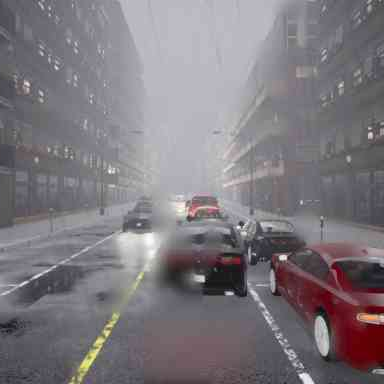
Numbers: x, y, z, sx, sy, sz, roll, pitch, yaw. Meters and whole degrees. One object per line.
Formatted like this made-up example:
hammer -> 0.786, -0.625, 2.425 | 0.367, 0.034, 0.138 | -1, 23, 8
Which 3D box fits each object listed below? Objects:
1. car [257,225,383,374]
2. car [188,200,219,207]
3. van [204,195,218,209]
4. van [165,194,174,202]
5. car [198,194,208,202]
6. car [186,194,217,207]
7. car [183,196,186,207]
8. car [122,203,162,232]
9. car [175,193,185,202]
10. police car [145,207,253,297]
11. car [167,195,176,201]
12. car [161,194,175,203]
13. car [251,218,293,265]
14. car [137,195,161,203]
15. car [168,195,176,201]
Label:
car -> 2.571, 1.546, 5.718 | 1.887, 1.381, 4.507 | 1, 0, 0
car -> 0.818, 1.459, 18.747 | 1.801, 1.575, 5.366 | 0, 0, 0
van -> 2.565, 1.351, 45.414 | 1.690, 1.788, 3.998 | 1, 0, 0
van -> -5.323, 1.359, 79.408 | 1.690, 1.788, 3.998 | 1, 0, 0
car -> 2.557, 1.333, 79.439 | 2.192, 1.841, 5.009 | 1, 0, 0
car -> 0.817, 1.230, 24.588 | 2.150, 2.045, 5.566 | 0, 0, 0
car -> 0.005, 1.536, 46.314 | 1.812, 1.442, 4.674 | 0, 0, 0
car -> -2.856, 1.568, 19.865 | 1.994, 1.385, 4.181 | 0, 0, 0
car -> -2.769, 1.238, 74.102 | 2.150, 2.045, 5.566 | 0, 0, 0
police car -> 0.432, 1.427, 8.813 | 1.930, 1.638, 5.238 | 0, 0, 7
car -> -5.327, 1.570, 85.078 | 2.008, 1.369, 4.403 | 1, 0, 0
car -> -5.320, 1.330, 68.066 | 2.192, 1.841, 5.009 | 1, 0, 0
car -> 2.570, 1.553, 11.388 | 2.008, 1.369, 4.403 | 1, 0, 0
car -> -5.314, 1.324, 39.711 | 2.192, 1.841, 5.009 | 1, 0, 0
car -> -5.329, 1.587, 90.749 | 1.947, 1.339, 4.313 | 1, 0, 0
